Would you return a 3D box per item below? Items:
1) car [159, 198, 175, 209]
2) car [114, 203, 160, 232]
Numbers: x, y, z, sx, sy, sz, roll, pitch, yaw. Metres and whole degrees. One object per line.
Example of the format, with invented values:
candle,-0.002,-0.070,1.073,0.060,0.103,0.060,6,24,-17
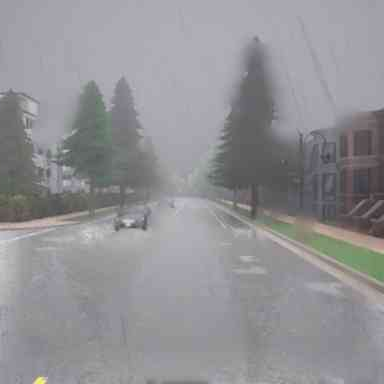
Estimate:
car,-3.382,1.509,44.722,1.812,1.442,4.674,0,0,0
car,-3.443,1.489,20.423,2.128,1.511,4.902,0,0,0
